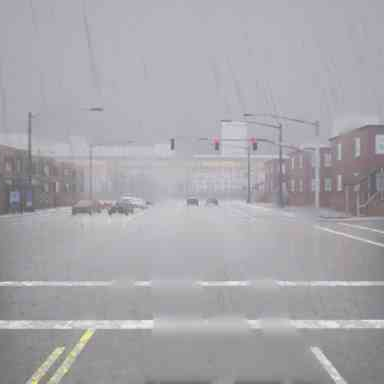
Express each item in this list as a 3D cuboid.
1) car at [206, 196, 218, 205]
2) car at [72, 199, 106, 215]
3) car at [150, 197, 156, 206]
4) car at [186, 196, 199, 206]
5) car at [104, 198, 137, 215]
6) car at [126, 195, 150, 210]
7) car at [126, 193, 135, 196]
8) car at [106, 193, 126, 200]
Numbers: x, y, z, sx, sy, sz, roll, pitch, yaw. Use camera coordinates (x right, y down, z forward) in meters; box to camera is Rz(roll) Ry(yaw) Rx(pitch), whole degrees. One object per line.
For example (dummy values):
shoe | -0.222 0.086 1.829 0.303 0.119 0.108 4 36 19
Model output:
car | 3.477 1.505 58.450 1.837 1.490 4.892 0 0 0
car | -10.611 1.478 33.853 1.882 1.535 5.008 0 0 0
car | -7.094 1.547 55.209 2.033 1.411 5.357 0 0 0
car | 0.081 1.477 56.335 1.882 1.535 5.008 0 0 0
car | -7.109 1.601 33.628 1.895 1.301 4.718 0 0 0
car | -7.104 1.526 43.626 1.812 1.442 4.674 0 0 0
car | -10.604 1.223 55.275 2.150 2.045 5.566 0 0 -1
car | -10.609 1.352 44.019 2.097 1.767 4.553 0 0 0
